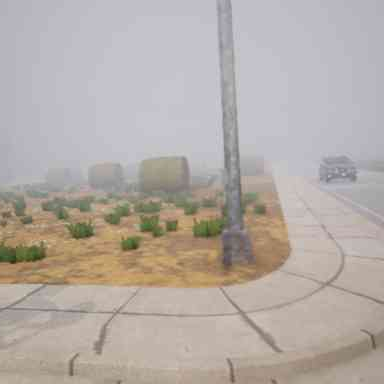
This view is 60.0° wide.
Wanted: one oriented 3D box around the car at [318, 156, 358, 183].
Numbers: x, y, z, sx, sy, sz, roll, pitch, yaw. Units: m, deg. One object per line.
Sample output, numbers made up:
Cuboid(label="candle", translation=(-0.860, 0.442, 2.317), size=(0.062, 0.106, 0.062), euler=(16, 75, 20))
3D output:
Cuboid(label="car", translation=(11.654, -1.895, 26.961), size=(2.150, 2.045, 5.566), euler=(-2, 5, 13))
